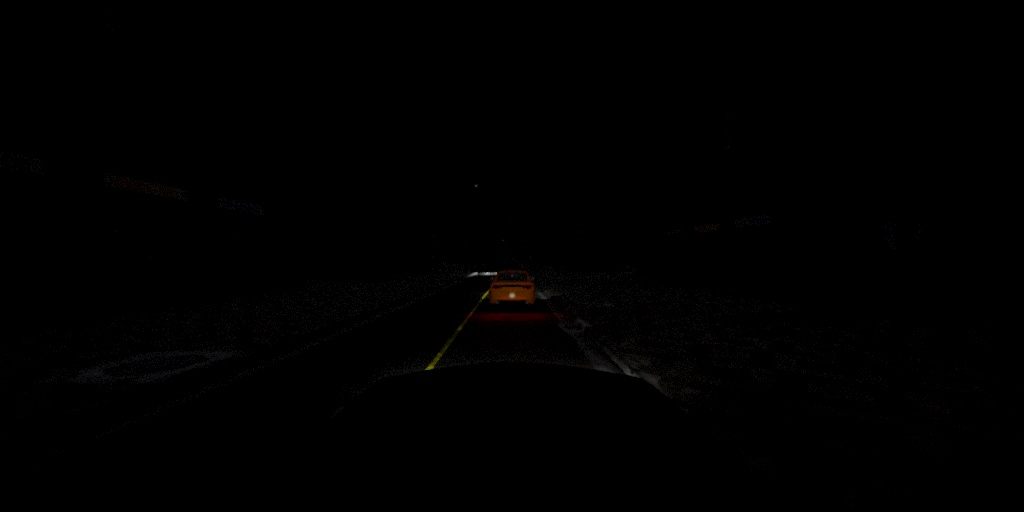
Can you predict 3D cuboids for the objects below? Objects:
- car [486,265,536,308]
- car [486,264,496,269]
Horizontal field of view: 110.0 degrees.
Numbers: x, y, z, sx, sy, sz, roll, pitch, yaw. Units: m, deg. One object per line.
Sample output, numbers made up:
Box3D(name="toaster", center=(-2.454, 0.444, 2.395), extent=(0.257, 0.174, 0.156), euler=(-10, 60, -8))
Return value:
Box3D(name="car", center=(0.030, 1.371, 16.106), extent=(1.882, 1.535, 5.008), euler=(0, 0, 1))
Box3D(name="car", center=(-3.015, 1.935, 56.660), extent=(1.895, 1.301, 4.718), euler=(0, -1, 0))
